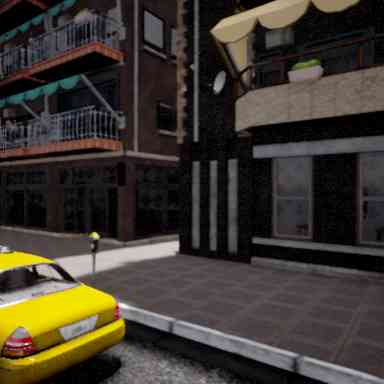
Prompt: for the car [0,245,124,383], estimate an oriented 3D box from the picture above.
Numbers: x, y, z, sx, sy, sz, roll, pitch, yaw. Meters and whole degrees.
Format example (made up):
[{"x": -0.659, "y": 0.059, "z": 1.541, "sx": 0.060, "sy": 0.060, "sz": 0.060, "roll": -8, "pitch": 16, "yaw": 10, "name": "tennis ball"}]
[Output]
[{"x": -3.164, "y": 1.510, "z": 5.133, "sx": 4.829, "sy": 1.417, "sz": 1.752, "roll": 0, "pitch": 0, "yaw": 36, "name": "car"}]
